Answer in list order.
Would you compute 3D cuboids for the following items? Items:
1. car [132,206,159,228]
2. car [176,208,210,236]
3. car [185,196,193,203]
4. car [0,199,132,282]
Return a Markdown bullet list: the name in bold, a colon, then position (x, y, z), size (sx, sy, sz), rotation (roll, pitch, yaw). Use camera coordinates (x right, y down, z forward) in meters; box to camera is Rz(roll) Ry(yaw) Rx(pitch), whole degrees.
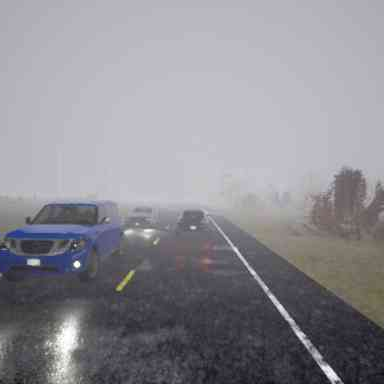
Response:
- **car**: position (-3.509, 1.706, 24.144), size (2.033, 1.411, 5.357), rotation (1, 0, 0)
- **car**: position (0.065, 1.688, 19.457), size (1.812, 1.442, 4.674), rotation (1, 0, 0)
- **car**: position (-0.687, 2.306, 90.068), size (2.128, 1.511, 4.902), rotation (1, -1, -1)
- **car**: position (-3.556, 1.265, 10.267), size (2.150, 2.045, 5.566), rotation (1, -1, 0)
